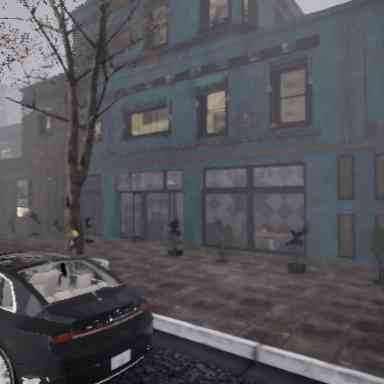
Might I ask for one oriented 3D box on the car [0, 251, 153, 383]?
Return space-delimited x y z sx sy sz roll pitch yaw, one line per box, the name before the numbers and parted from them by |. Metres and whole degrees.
car | -2.536 1.549 4.818 4.403 1.369 2.008 0 0 36
